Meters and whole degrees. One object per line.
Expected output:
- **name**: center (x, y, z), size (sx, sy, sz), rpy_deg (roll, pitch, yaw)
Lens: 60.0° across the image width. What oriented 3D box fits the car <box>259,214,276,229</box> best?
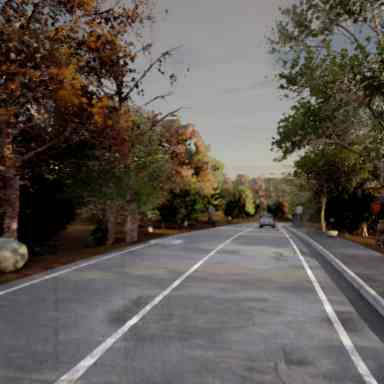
- **car**: center (9.389, 3.808, 41.598), size (2.033, 1.411, 5.357), rpy_deg (1, -4, 13)
